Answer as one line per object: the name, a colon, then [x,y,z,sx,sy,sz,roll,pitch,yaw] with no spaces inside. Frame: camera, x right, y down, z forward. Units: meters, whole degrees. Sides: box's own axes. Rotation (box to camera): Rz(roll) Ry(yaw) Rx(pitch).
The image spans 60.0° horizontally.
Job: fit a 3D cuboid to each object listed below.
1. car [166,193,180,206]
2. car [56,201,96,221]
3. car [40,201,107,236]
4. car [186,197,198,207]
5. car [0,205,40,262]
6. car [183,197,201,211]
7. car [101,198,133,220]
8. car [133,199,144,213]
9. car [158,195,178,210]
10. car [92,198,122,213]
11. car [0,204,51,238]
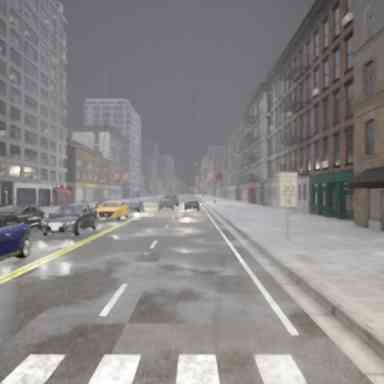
car: [-3.177,1.209,51.943,2.150,2.045,5.566,0,0,0]
car: [-9.840,1.527,28.549,1.812,1.442,4.674,0,0,0]
car: [-6.588,1.493,18.471,2.128,1.511,4.902,0,0,0]
car: [-0.014,1.512,50.535,1.812,1.442,4.674,0,0,0]
car: [-6.591,1.355,9.631,2.097,1.767,4.553,0,0,0]
car: [-0.010,1.496,40.116,1.837,1.490,4.892,0,0,0]
car: [-6.587,1.477,27.974,1.882,1.535,5.008,0,0,0]
car: [-6.576,1.522,37.826,1.812,1.442,4.674,0,0,1]
car: [-3.163,1.497,41.695,1.837,1.490,4.892,0,0,0]
car: [-9.821,1.489,38.847,2.128,1.511,4.902,0,0,0]
car: [-9.841,1.509,18.604,1.837,1.490,4.892,0,0,0]
